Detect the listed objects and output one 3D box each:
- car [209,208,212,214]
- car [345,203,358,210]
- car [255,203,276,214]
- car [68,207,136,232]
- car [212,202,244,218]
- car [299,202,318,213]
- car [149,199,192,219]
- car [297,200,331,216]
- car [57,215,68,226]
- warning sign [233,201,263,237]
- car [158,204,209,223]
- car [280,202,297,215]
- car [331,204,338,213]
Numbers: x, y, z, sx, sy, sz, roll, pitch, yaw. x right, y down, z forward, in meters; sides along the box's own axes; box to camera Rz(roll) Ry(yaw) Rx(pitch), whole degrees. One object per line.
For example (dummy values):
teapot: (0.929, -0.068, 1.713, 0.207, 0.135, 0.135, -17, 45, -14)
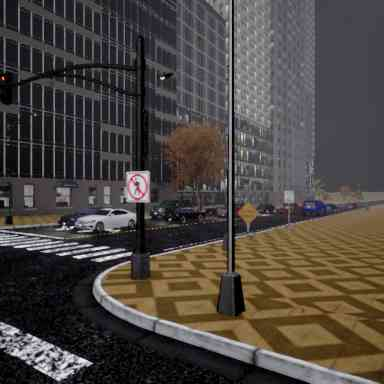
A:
car: (3.488, 2.289, 42.494, 1.895, 1.301, 4.718, 0, -1, 33)
car: (31.545, 2.838, 65.693, 1.812, 1.442, 4.674, 0, -1, 33)
car: (10.318, 2.331, 47.020, 1.837, 1.490, 4.892, 0, -1, 33)
car: (-5.619, 1.827, 22.462, 1.812, 1.442, 4.674, 0, -1, 33)
car: (4.654, 1.992, 38.315, 2.097, 1.767, 4.553, 0, -1, 33)
car: (19.223, 2.507, 54.706, 1.882, 1.535, 5.008, 0, -1, 33)
car: (-1.964, 1.730, 34.071, 2.150, 2.045, 5.566, 0, -1, 33)
car: (16.198, 2.066, 43.973, 2.150, 2.045, 5.566, 0, -1, 35)
car: (-7.495, 1.873, 25.514, 2.033, 1.411, 5.357, 0, -1, 33)
warning sign: (3.145, 1.454, 18.548, 1.300, 1.860, 1.060, 1, 1, 33)
car: (-0.664, 2.066, 30.099, 1.895, 1.301, 4.718, 0, -1, 33)
car: (13.878, 2.206, 46.341, 2.097, 1.767, 4.553, 0, -1, 33)
car: (21.953, 2.558, 52.942, 1.812, 1.442, 4.674, 0, -1, 33)
